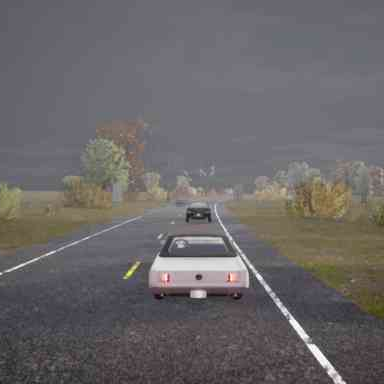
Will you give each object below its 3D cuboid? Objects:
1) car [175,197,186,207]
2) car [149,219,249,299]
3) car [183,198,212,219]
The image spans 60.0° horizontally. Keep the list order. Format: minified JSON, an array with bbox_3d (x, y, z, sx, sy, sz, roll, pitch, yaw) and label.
[{"bbox_3d":[-1.575,1.539,52.550,2.033,1.411,5.357,0,0,5],"label":"car"},{"bbox_3d":[0.134,1.601,8.367,1.895,1.301,4.718,0,0,0],"label":"car"},{"bbox_3d":[0.539,1.478,26.057,1.882,1.535,5.008,0,0,2],"label":"car"}]
